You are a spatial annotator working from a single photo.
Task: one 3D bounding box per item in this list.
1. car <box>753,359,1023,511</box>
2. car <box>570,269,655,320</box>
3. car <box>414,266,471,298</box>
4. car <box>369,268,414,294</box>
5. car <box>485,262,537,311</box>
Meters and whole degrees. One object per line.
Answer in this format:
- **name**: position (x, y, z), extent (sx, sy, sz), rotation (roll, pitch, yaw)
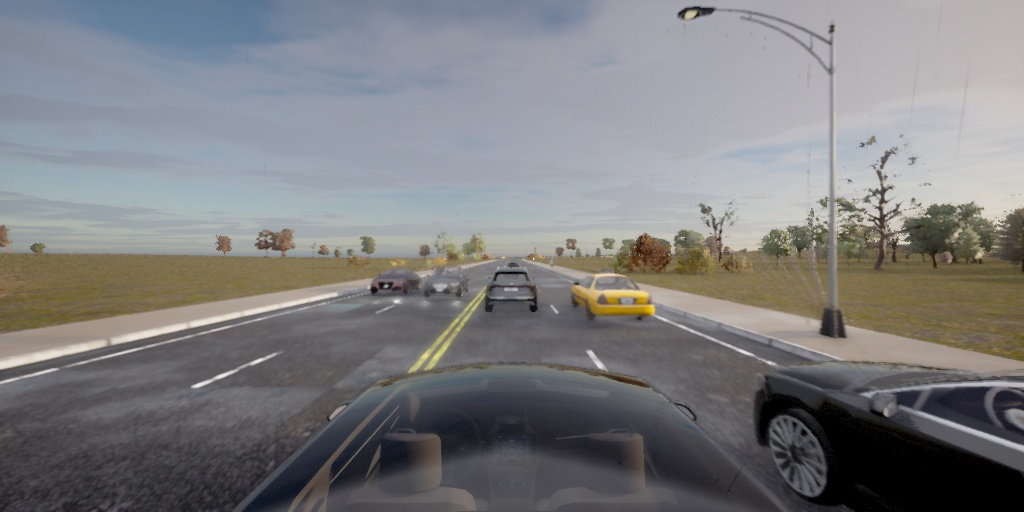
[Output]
- **car**: position (3.251, 1.241, 1.509), extent (2.128, 1.511, 4.902), rotation (0, 0, 0)
- **car**: position (3.256, 1.250, 12.699), extent (1.801, 1.575, 5.366), rotation (0, 0, 0)
- **car**: position (-3.335, 1.309, 19.029), extent (2.128, 1.511, 4.902), rotation (0, 0, 0)
- **car**: position (-6.581, 1.388, 20.689), extent (1.994, 1.385, 4.181), rotation (0, 0, 0)
- **car**: position (-0.020, 1.233, 14.758), extent (2.033, 1.649, 4.856), rotation (0, 0, 0)
